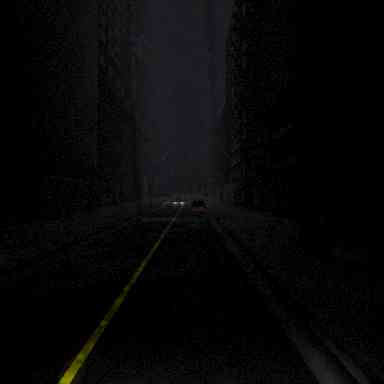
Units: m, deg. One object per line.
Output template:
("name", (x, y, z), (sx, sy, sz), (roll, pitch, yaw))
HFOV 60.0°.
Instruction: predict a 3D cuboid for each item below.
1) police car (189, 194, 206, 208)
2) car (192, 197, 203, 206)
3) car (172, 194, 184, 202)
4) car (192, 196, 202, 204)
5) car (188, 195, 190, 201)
("police car", (0.900, 1.429, 47.077), (1.930, 1.638, 5.238), (0, 0, 0))
("car", (0.900, 1.537, 56.967), (1.812, 1.442, 4.674), (0, 0, 0))
("car", (-3.000, 1.520, 76.743), (1.837, 1.490, 4.892), (0, 0, 0))
("car", (0.899, 1.494, 62.968), (1.882, 1.535, 5.008), (0, 0, 0))
("car", (-0.001, 1.557, 82.132), (1.895, 1.301, 4.718), (0, 0, 0))
